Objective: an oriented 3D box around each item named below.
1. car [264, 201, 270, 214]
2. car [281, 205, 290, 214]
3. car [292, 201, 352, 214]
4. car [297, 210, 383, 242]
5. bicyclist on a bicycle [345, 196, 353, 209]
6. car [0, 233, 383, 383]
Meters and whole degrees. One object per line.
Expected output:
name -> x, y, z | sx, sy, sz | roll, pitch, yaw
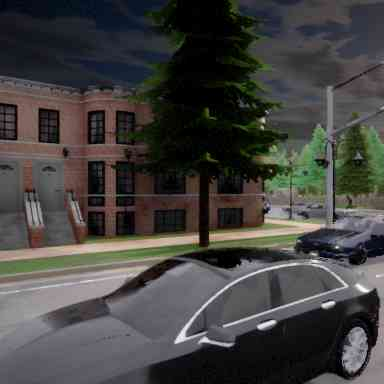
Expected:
car -> 5.727, 1.221, 34.959 | 2.150, 2.045, 5.566 | 0, 0, -31
car -> 11.143, 1.601, 32.688 | 1.895, 1.301, 4.718 | 0, 0, -31
car -> 10.714, 1.601, 26.554 | 1.895, 1.301, 4.718 | 0, 0, -31
car -> 6.061, 1.547, 11.693 | 5.357, 1.411, 2.033 | 0, 0, -31
bicyclist on a bicycle -> 19.180, 1.300, 40.651 | 1.656, 1.620, 0.582 | 0, 0, -31
car -> 0.306, 1.505, 4.002 | 4.892, 1.490, 1.837 | 0, 0, -33
